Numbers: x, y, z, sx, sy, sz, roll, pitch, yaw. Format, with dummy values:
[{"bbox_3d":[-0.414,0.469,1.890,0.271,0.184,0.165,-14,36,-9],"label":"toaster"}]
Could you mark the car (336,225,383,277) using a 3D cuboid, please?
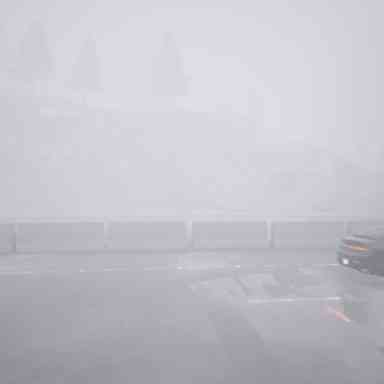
[{"bbox_3d":[6.584,1.658,9.299,4.892,1.490,1.837,0,-1,-5],"label":"car"}]
